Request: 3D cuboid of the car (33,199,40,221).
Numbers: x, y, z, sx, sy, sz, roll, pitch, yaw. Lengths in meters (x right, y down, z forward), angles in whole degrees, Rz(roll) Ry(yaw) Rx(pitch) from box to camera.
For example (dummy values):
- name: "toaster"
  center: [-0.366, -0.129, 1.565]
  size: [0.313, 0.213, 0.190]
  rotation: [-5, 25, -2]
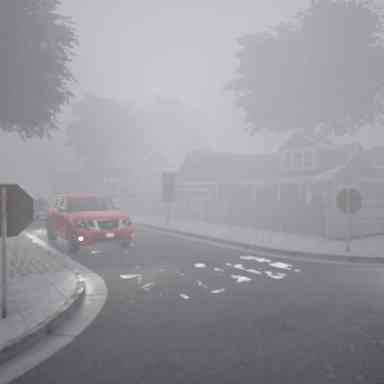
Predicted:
- name: "car"
  center: [-10.386, 1.214, 22.018]
  size: [2.128, 1.511, 4.902]
  rotation: [0, 1, -35]

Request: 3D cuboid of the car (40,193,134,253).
- name: "car"
  center: [-4.335, 1.067, 13.499]
  size: [2.150, 2.045, 5.566]
  rotation: [0, 1, -35]
